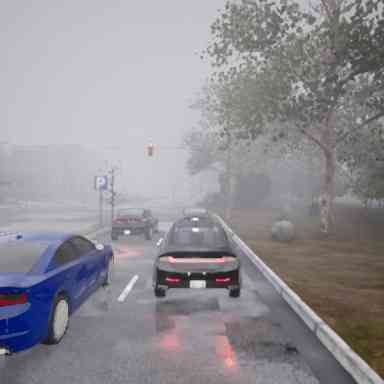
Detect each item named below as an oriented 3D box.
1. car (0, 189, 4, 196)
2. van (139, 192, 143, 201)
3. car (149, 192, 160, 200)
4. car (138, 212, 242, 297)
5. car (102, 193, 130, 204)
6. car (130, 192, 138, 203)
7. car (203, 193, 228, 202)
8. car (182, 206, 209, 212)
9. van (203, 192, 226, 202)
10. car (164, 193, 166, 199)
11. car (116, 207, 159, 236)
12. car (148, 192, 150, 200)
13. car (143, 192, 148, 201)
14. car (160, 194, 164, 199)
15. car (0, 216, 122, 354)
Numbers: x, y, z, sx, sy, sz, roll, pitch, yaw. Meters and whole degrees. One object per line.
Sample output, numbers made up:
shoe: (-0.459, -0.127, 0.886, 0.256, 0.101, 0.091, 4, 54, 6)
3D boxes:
car: (-31.155, 0.146, 52.755, 2.002, 1.452, 4.674, 6, -3, -19)
van: (-13.227, 1.105, 70.868, 4.442, 1.987, 1.878, -1, 0, -14)
car: (-11.436, 1.371, 85.817, 4.674, 1.452, 2.002, -1, 0, -12)
car: (0.113, 1.504, 8.598, 2.128, 1.511, 4.902, 0, 0, 0)
car: (-14.432, 1.368, 61.884, 4.792, 1.488, 2.163, -1, 0, -15)
car: (-13.787, 1.326, 64.876, 5.366, 1.575, 1.946, -1, 0, -15)
car: (4.680, 1.152, 67.444, 4.553, 1.767, 2.185, 1, 0, -14)
car: (0.176, 1.534, 18.010, 1.837, 1.490, 4.892, 0, 0, 0)
van: (4.296, 1.053, 64.475, 4.442, 1.987, 1.878, 1, 0, -14)
car: (-10.563, 1.331, 91.802, 5.008, 1.535, 2.097, -1, 0, -12)
car: (-2.834, 1.533, 17.094, 1.837, 1.490, 4.892, 0, 0, 1)
car: (-12.625, 1.372, 76.834, 4.674, 1.452, 2.002, -1, 0, -13)
car: (-12.998, 1.334, 73.839, 4.892, 1.521, 2.231, -1, 0, -14)
car: (-10.985, 1.079, 88.823, 5.566, 2.045, 2.435, -1, 0, -12)
car: (-2.892, 1.486, 6.404, 1.882, 1.535, 5.008, 0, 0, 0)
